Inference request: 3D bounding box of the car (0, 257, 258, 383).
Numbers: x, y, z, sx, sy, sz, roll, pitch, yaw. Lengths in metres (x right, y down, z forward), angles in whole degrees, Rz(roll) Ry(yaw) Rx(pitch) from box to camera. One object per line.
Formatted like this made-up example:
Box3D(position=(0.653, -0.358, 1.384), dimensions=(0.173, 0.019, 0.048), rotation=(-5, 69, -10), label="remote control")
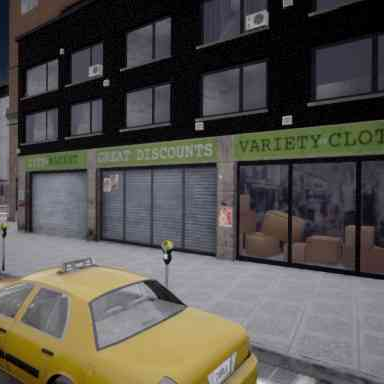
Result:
Box3D(position=(-1.615, 1.524, 4.240), dimensions=(4.829, 1.417, 1.752), rotation=(0, 1, 35), label="car")
